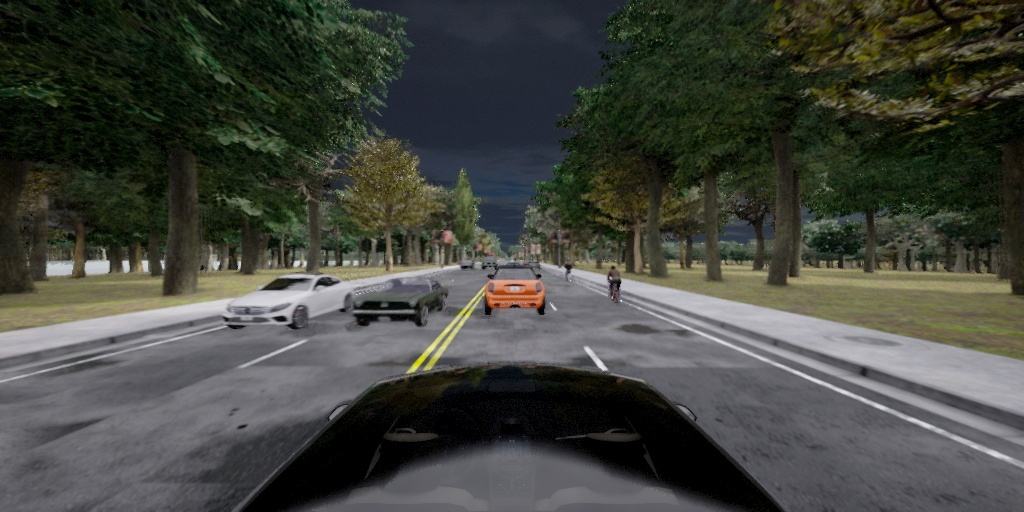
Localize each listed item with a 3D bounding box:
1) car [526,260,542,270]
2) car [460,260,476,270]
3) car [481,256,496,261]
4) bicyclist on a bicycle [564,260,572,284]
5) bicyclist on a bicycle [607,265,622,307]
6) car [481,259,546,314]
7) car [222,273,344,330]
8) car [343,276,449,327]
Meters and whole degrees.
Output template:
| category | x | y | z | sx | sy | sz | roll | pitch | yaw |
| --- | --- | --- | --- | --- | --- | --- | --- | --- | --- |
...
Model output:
| category | x | y | z | sx | sy | sz | roll | pitch | yaw |
| --- | --- | --- | --- | --- | --- | --- | --- | --- | --- |
| car | 3.351 | 1.328 | 55.986 | 2.128 | 1.511 | 4.902 | 0 | 0 | 0 |
| car | -6.561 | 1.332 | 53.637 | 1.837 | 1.490 | 4.892 | 0 | 0 | 0 |
| car | -3.321 | 1.049 | 53.544 | 2.150 | 2.045 | 5.566 | 0 | 0 | 0 |
| bicyclist on a bicycle | 4.141 | 1.139 | 26.444 | 0.659 | 1.776 | 1.843 | 0 | 0 | 0 |
| bicyclist on a bicycle | 4.141 | 1.209 | 14.522 | 0.582 | 1.620 | 1.656 | 0 | 0 | 0 |
| car | 0.099 | 1.108 | 13.960 | 2.097 | 1.767 | 4.553 | 0 | 0 | 0 |
| car | -6.598 | 1.279 | 11.252 | 1.812 | 1.442 | 4.674 | 0 | 0 | 0 |
| car | -3.349 | 1.355 | 11.632 | 1.895 | 1.301 | 4.718 | 0 | 0 | 0 |
